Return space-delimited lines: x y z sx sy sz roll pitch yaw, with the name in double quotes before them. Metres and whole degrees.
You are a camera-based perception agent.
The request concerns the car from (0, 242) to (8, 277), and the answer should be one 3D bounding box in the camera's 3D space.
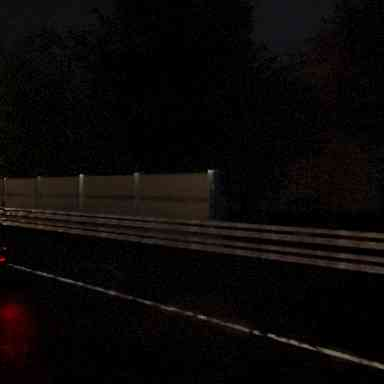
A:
"car" -6.476 1.437 8.489 4.674 1.442 1.812 1 0 35
